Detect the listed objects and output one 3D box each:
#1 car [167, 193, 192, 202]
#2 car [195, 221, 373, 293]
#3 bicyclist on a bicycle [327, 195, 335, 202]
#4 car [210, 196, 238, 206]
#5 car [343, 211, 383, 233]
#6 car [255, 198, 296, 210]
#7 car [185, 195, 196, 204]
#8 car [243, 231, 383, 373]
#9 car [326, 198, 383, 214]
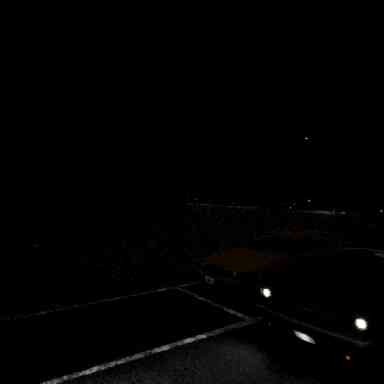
[{"bbox_3d":[-2.348,1.056,60.698,2.128,1.511,4.902,1,0,-34],"label":"car"},{"bbox_3d":[2.345,1.526,8.337,4.829,1.417,1.752,0,1,-35],"label":"car"},{"bbox_3d":[16.282,1.158,38.904,1.656,1.620,0.582,0,0,-34],"label":"bicyclist on a bicycle"},{"bbox_3d":[4.313,1.247,45.347,1.994,1.385,4.181,1,0,-34],"label":"car"},{"bbox_3d":[7.105,1.547,11.641,4.507,1.381,1.887,0,1,-35],"label":"car"},{"bbox_3d":[9.437,1.367,37.854,1.895,1.301,4.718,1,0,-34],"label":"car"},{"bbox_3d":[-1.283,1.192,53.556,1.895,1.301,4.718,1,0,-34],"label":"car"},{"bbox_3d":[3.294,1.602,5.650,4.718,1.301,1.895,0,0,-35],"label":"car"},{"bbox_3d":[14.675,1.342,30.209,2.128,1.511,4.902,1,0,-34],"label":"car"}]
